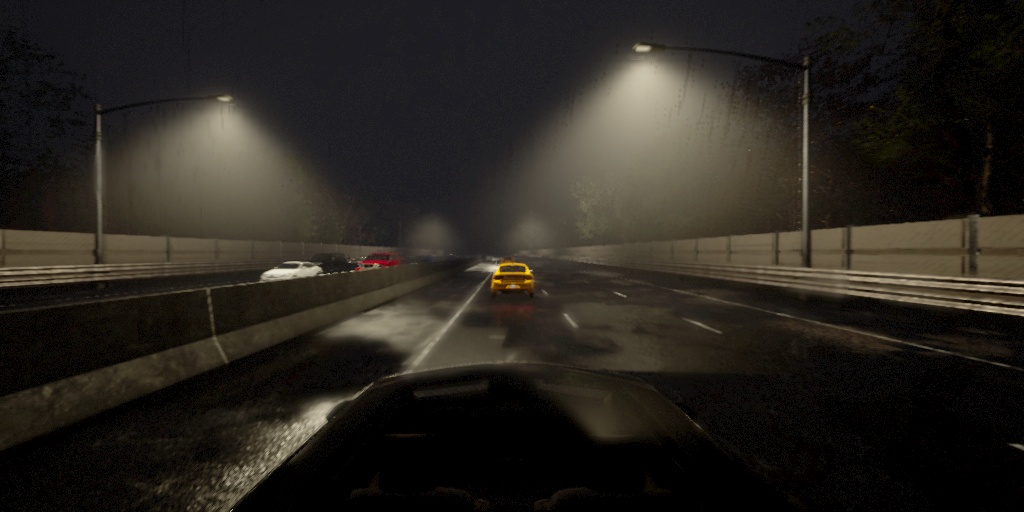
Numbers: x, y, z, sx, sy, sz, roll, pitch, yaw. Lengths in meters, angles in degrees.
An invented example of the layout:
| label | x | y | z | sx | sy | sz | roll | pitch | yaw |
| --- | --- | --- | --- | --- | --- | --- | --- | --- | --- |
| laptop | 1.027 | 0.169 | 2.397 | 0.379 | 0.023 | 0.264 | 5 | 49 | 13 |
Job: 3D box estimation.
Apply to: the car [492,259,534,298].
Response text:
| label | x | y | z | sx | sy | sz | roll | pitch | yaw |
| --- | --- | --- | --- | --- | --- | --- | --- | --- | --- |
| car | 0.027 | 1.079 | 17.536 | 1.882 | 1.535 | 5.008 | 0 | 1 | 0 |

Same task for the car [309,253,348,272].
| label | x | y | z | sx | sy | sz | roll | pitch | yaw |
| --- | --- | --- | --- | --- | --- | --- | --- | --- | --- |
| car | -17.869 | 0.680 | 34.430 | 2.150 | 2.045 | 5.566 | 0 | 0 | -1 |

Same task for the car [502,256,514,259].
| label | x | y | z | sx | sy | sz | roll | pitch | yaw |
| --- | --- | --- | --- | --- | --- | --- | --- | --- | --- |
| car | -0.534 | 0.790 | 48.329 | 1.882 | 1.535 | 5.008 | 0 | 1 | -1 |

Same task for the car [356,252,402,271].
| label | x | y | z | sx | sy | sz | roll | pitch | yaw |
| --- | --- | --- | --- | --- | --- | --- | --- | --- | --- |
| car | -10.799 | 0.721 | 29.584 | 2.150 | 2.045 | 5.566 | 0 | 0 | -1 |

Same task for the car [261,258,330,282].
| label | x | y | z | sx | sy | sz | roll | pitch | yaw |
| --- | --- | --- | --- | --- | --- | --- | --- | --- | --- |
| car | -14.225 | 1.082 | 23.527 | 1.812 | 1.442 | 4.674 | 0 | 1 | -1 |
